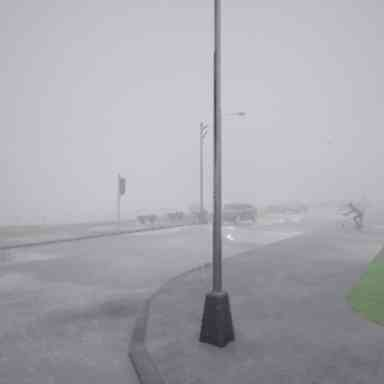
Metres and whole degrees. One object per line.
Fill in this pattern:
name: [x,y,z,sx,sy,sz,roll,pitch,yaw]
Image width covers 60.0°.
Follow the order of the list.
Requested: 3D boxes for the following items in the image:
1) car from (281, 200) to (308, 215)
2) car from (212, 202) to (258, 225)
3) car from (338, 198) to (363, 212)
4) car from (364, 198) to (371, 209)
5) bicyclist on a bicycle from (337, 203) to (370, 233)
car: [11.192,1.623,36.154,1.812,1.442,4.674,0,1,35]
car: [3.334,1.564,24.964,1.837,1.490,4.892,0,0,35]
car: [19.013,1.622,40.123,1.837,1.490,4.892,0,0,36]
car: [24.855,1.636,48.544,2.128,1.511,4.902,0,0,35]
bicyclist on a bicycle: [8.756,1.402,18.066,1.656,1.620,0.582,0,0,35]
